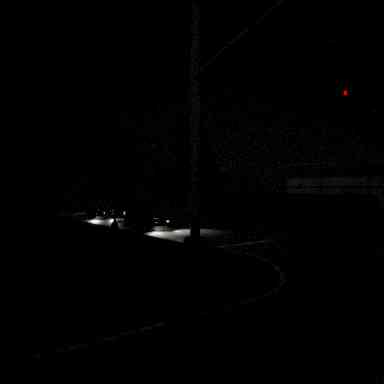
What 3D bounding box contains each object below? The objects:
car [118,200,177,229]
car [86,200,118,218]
[{"bbox_3d":[-2.862,1.506,21.837,1.837,1.490,4.892,0,0,-36],"label":"car"},{"bbox_3d":[-8.388,1.506,30.083,1.837,1.490,4.892,0,0,-26],"label":"car"}]
